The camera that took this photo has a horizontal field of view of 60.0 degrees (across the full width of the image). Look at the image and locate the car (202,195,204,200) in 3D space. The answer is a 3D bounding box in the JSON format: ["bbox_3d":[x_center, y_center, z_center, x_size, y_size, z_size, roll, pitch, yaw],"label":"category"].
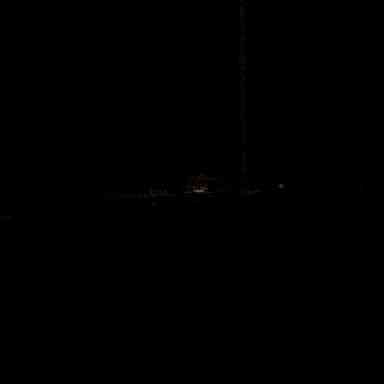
[{"bbox_3d":[3.557,0.537,56.012,1.812,1.442,4.674,-1,0,36],"label":"car"}]

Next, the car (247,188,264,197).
[{"bbox_3d":[11.849,0.057,62.902,2.097,1.767,4.553,-1,1,35],"label":"car"}]

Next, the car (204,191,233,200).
[{"bbox_3d":[4.559,0.565,52.541,2.033,1.411,5.357,-1,1,36],"label":"car"}]
